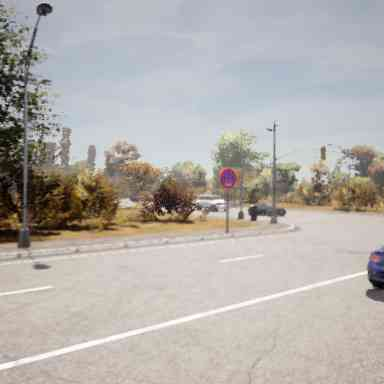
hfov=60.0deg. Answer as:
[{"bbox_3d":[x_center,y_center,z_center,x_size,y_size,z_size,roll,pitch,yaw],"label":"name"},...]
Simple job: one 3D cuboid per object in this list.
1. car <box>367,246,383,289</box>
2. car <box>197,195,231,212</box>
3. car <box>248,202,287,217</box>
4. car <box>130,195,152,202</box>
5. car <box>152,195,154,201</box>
[{"bbox_3d":[6.042,1.597,8.055,4.674,1.442,1.812,0,0,-36],"label":"car"},{"bbox_3d":[2.672,1.418,42.649,2.150,2.045,5.566,1,0,-33],"label":"car"},{"bbox_3d":[7.782,1.762,34.554,1.994,1.385,4.181,1,0,-32],"label":"car"},{"bbox_3d":[-11.157,1.378,70.575,2.033,1.411,5.357,1,1,-37],"label":"car"},{"bbox_3d":[-8.216,1.347,72.479,1.882,1.535,5.008,1,1,-37],"label":"car"}]
